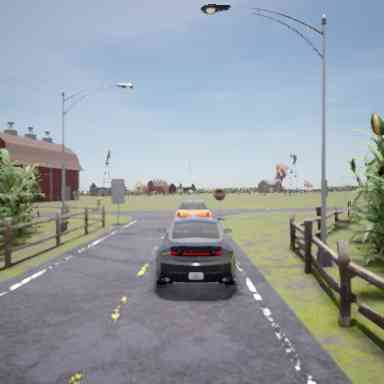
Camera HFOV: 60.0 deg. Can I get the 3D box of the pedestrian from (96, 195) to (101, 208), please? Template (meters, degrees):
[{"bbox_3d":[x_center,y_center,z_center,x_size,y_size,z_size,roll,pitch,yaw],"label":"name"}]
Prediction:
[{"bbox_3d":[-11.210,1.283,40.018,0.375,1.860,0.375,0,1,4],"label":"pedestrian"}]

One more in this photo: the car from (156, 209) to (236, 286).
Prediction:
[{"bbox_3d":[0.092,1.458,9.259,1.837,1.490,4.892,0,0,0],"label":"car"}]

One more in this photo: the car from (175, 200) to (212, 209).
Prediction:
[{"bbox_3d":[0.079,1.252,19.533,2.097,1.767,4.553,0,0,0],"label":"car"}]
